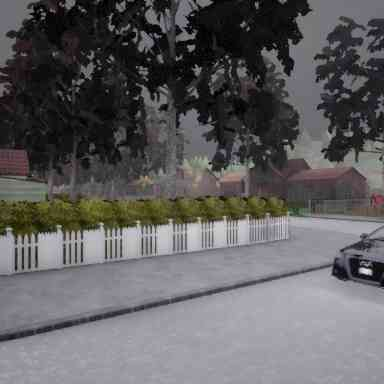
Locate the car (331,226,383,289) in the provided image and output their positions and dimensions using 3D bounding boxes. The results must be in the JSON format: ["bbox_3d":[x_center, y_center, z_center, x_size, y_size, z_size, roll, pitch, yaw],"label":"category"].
[{"bbox_3d":[5.447,1.564,8.478,4.181,1.385,1.994,0,0,-35],"label":"car"}]

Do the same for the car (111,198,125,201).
[{"bbox_3d":[-10.474,1.564,47.860,1.994,1.385,4.181,0,0,-34],"label":"car"}]

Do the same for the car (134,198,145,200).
[{"bbox_3d":[-8.445,1.564,52.191,1.994,1.385,4.181,0,0,-35],"label":"car"}]
